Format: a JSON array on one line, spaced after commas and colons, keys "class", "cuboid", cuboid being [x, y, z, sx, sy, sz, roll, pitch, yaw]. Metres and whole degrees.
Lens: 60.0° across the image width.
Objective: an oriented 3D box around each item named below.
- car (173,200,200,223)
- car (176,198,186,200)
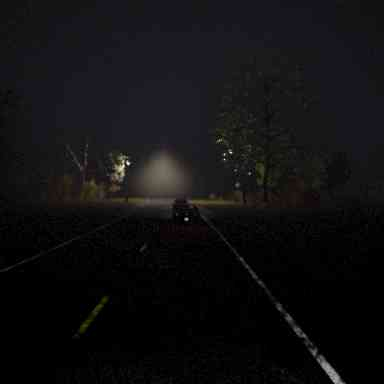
[{"class": "car", "cuboid": [-0.466, 1.548, 24.637, 1.895, 1.301, 4.718, 0, 0, -2]}, {"class": "car", "cuboid": [-1.398, 1.466, 41.451, 1.994, 1.385, 4.181, 0, 0, -4]}]
